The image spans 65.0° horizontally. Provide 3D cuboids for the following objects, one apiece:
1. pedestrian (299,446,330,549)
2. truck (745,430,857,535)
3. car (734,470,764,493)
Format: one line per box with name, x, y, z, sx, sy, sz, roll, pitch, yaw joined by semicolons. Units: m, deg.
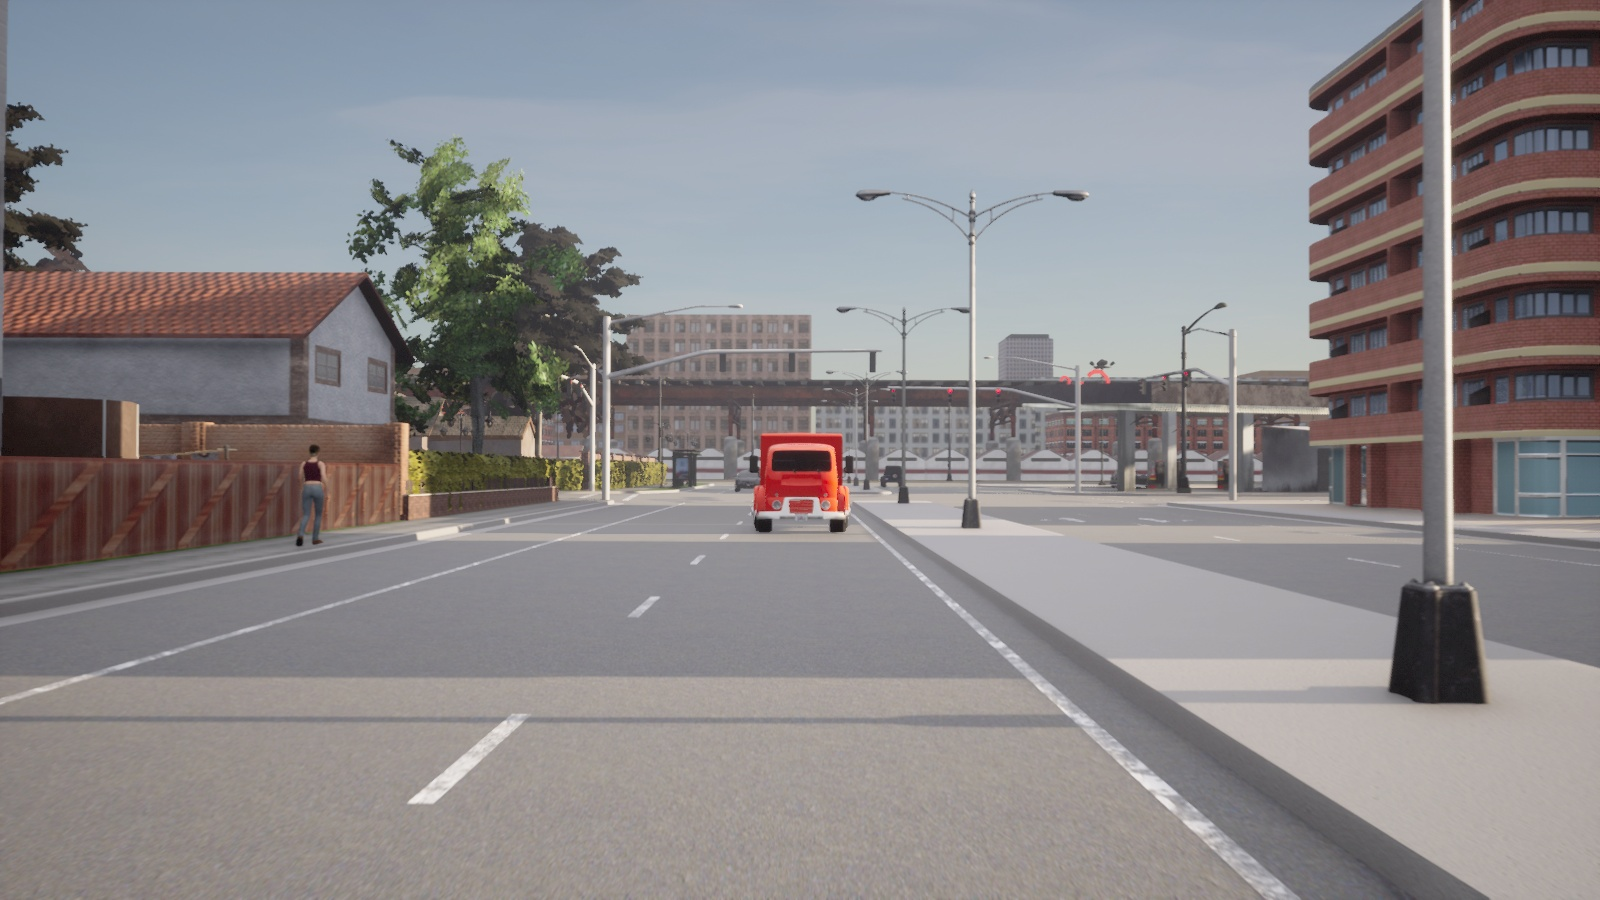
pedestrian;-8.802;0.848;22.766;0.345;1.836;0.594;0;-1;-1
truck;0.030;0.814;32.213;2.627;2.467;5.204;0;-1;0
car;-3.440;2.129;85.492;1.837;1.490;4.892;0;-1;0
